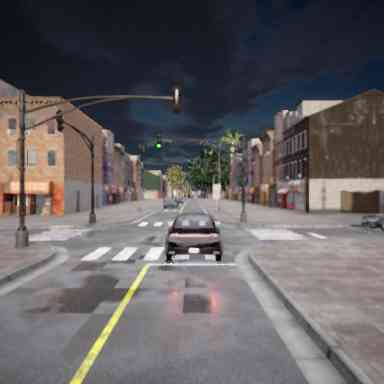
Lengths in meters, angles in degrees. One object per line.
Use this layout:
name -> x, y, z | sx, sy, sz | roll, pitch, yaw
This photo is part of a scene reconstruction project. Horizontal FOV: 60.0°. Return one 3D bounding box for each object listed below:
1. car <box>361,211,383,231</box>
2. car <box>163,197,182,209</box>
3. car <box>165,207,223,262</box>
car -> 12.261, 1.535, 19.513 | 4.403, 1.369, 2.008 | 0, 0, 0
car -> -2.827, 1.635, 45.505 | 1.994, 1.385, 4.181 | 0, 0, 0
car -> 0.074, 1.505, 12.182 | 2.128, 1.511, 4.902 | 0, 0, 0
